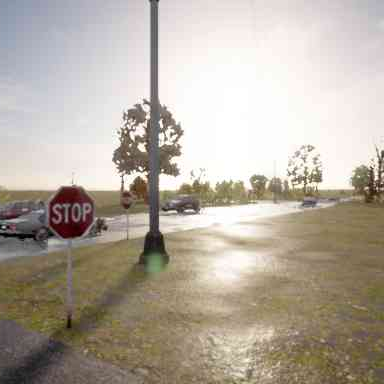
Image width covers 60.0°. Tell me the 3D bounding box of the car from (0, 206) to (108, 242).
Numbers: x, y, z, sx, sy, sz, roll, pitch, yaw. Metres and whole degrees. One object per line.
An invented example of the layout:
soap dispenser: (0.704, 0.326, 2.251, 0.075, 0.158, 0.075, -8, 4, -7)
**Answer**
car: (-6.830, 1.597, 16.712, 2.033, 1.411, 5.357, 0, 0, 34)

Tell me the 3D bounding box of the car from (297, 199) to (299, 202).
car: (26.359, 1.768, 78.617, 1.994, 1.385, 4.181, 0, 0, 34)

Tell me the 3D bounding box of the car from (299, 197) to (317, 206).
car: (20.562, 1.672, 58.098, 1.882, 1.535, 5.008, 1, 0, 30)

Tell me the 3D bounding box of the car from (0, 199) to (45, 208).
car: (-11.720, 1.385, 22.022, 2.097, 1.767, 4.553, 0, 0, 34)

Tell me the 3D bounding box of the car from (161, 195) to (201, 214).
car: (-1.128, 1.361, 37.764, 2.150, 2.045, 5.566, 0, 0, 34)
